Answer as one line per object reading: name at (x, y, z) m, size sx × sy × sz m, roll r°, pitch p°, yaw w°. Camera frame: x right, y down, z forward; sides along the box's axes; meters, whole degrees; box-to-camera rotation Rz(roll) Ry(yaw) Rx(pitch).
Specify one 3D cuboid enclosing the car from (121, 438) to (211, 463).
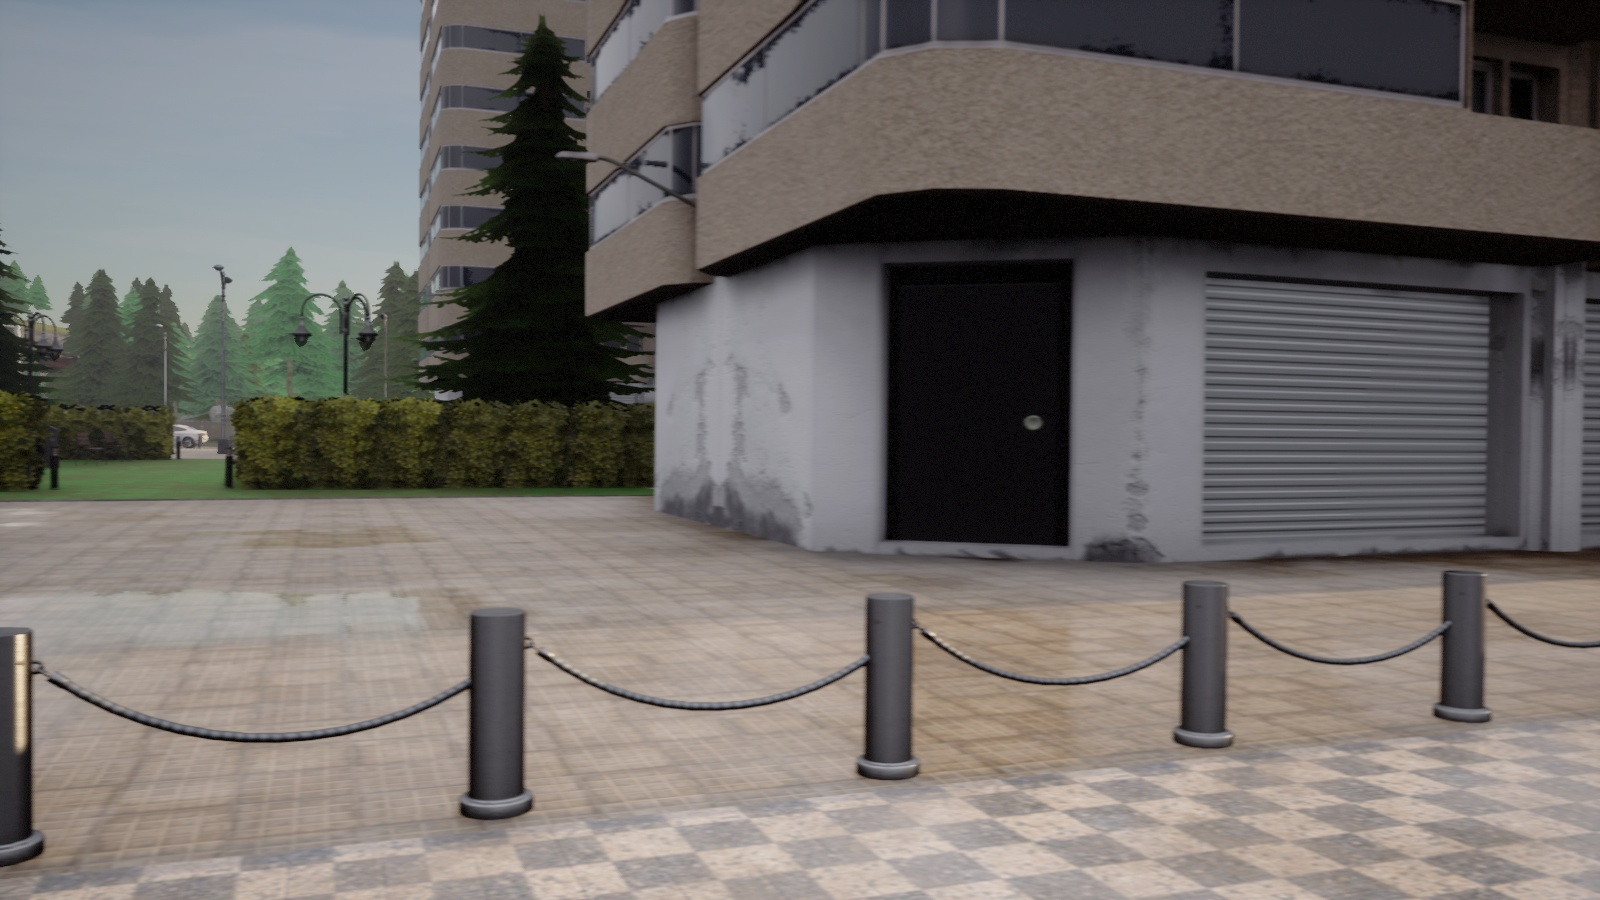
car at (-38.507, -0.003, 76.378) m, size 4.674 × 1.442 × 1.812 m, roll -1°, pitch 1°, yaw -21°
